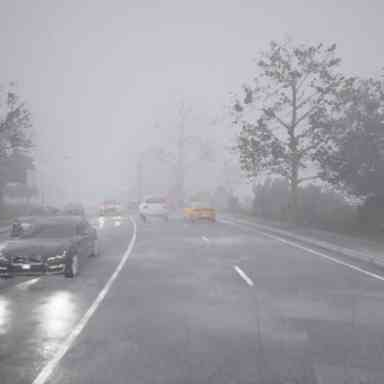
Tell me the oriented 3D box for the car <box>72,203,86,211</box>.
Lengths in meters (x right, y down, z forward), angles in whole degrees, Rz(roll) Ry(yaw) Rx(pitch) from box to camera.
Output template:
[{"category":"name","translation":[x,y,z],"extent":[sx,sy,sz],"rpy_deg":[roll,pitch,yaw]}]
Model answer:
[{"category":"car","translation":[-11.915,1.788,33.862],"extent":[1.994,1.385,4.181],"rpy_deg":[0,0,-15]}]

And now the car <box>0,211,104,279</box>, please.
[{"category":"car","translation":[-4.182,1.560,10.363],"extent":[1.837,1.490,4.892],"rpy_deg":[0,-1,-5]}]

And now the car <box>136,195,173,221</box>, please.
[{"category":"car","translation":[-3.417,1.356,29.046],"extent":[2.150,2.045,5.566],"rpy_deg":[0,0,-13]}]

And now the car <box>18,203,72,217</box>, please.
[{"category":"car","translation":[-8.749,1.617,19.365],"extent":[2.128,1.511,4.902],"rpy_deg":[0,0,-9]}]

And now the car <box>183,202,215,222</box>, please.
[{"category":"car","translation":[0.499,1.575,27.519],"extent":[1.882,1.535,5.008],"rpy_deg":[0,0,-11]}]

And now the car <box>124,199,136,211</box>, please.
[{"category":"car","translation":[-7.857,1.730,44.208],"extent":[1.837,1.490,4.892],"rpy_deg":[0,0,-19]}]

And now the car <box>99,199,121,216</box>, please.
[{"category":"car","translation":[-8.588,1.550,34.949],"extent":[2.097,1.767,4.553],"rpy_deg":[0,0,-15]}]

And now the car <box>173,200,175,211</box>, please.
[{"category":"car","translation":[-3.877,1.404,43.530],"extent":[2.150,2.045,5.566],"rpy_deg":[0,-1,-19]}]
